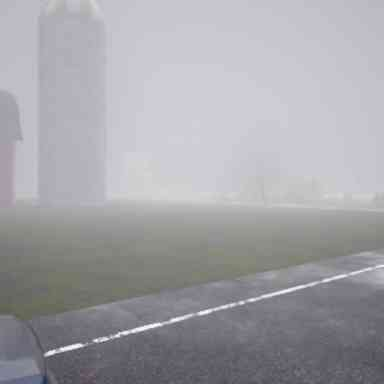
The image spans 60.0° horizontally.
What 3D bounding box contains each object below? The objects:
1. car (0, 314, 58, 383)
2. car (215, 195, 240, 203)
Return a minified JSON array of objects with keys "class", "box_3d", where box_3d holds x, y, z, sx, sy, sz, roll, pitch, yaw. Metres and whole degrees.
[{"class":"car","box_3d":[-3.451,1.532,1.524,5.357,1.411,2.033,0,0,-36]},{"class":"car","box_3d":[6.679,1.315,63.093,2.033,1.411,5.357,0,1,-36]}]
